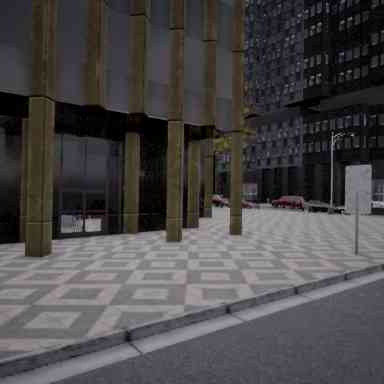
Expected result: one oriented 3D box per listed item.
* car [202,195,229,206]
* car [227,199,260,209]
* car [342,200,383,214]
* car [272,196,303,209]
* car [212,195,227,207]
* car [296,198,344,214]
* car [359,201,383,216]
[{"bbox_3d":[4.256,1.511,61.269,2.192,1.841,5.009,1,-1,-35],"label":"car"},{"bbox_3d":[6.860,1.570,42.837,1.802,1.307,4.206,1,-1,-35],"label":"car"},{"bbox_3d":[20.184,1.708,38.773,2.008,1.369,4.403,1,-1,-35],"label":"car"},{"bbox_3d":[13.815,1.487,47.773,2.192,1.841,5.009,1,-1,-35],"label":"car"},{"bbox_3d":[3.677,1.311,47.340,2.192,1.841,5.009,1,-1,-35],"label":"car"},{"bbox_3d":[13.233,1.540,33.840,1.947,1.339,4.313,1,-1,-35],"label":"car"},{"bbox_3d":[16.420,1.518,29.341,2.008,1.369,4.403,1,-1,-35],"label":"car"}]
